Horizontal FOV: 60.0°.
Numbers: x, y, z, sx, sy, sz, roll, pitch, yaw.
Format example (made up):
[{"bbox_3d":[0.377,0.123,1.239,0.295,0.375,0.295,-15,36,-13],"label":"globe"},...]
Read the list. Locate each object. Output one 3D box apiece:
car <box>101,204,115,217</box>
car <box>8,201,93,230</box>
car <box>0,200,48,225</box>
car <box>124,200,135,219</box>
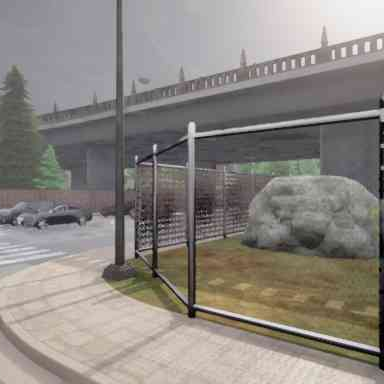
[{"bbox_3d":[-6.288,1.532,31.310,1.882,1.535,5.008,0,0,36],"label":"car"},{"bbox_3d":[-8.836,1.546,21.748,2.128,1.511,4.902,0,0,36],"label":"car"},{"bbox_3d":[-11.660,1.406,23.814,2.097,1.767,4.553,0,0,36],"label":"car"},{"bbox_3d":[-3.438,1.580,29.279,1.812,1.442,4.674,0,0,36],"label":"car"}]
